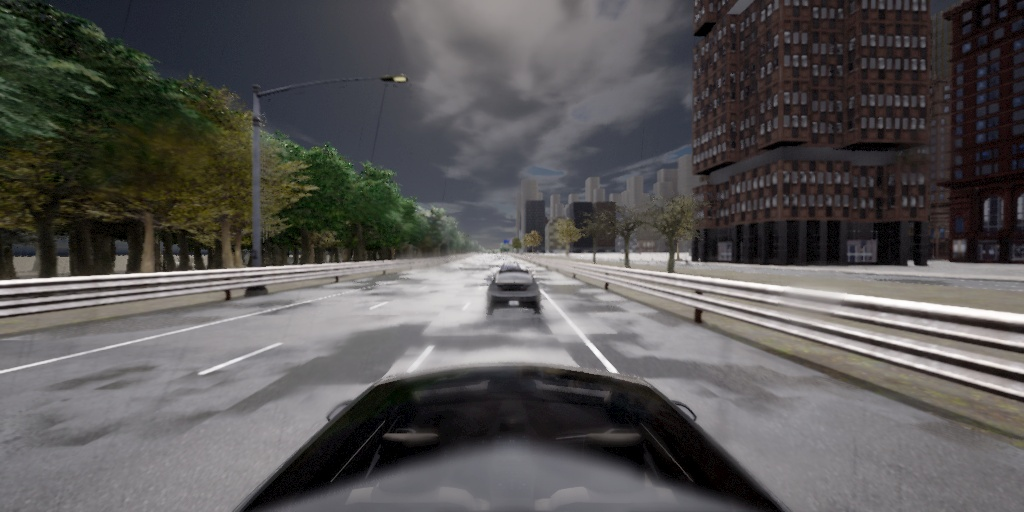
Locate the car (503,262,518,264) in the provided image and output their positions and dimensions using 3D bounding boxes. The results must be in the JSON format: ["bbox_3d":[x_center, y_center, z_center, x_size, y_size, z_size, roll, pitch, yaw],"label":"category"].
[{"bbox_3d":[-0.149,1.221,34.314,1.895,1.301,4.718,0,0,-1],"label":"car"}]

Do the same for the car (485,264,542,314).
[{"bbox_3d":[0.059,1.222,13.587,1.837,1.490,4.892,0,0,0],"label":"car"}]
